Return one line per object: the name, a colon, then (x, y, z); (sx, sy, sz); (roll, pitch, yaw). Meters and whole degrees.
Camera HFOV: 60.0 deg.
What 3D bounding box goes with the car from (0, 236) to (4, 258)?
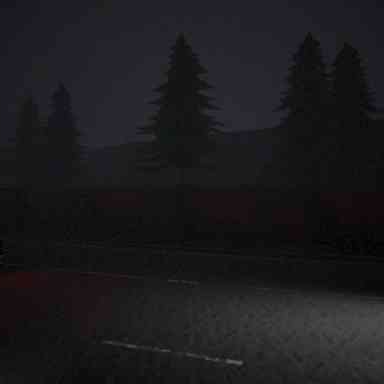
car: (-7.690, 1.490, 9.573); (4.902, 1.511, 2.128); (0, 0, 23)
